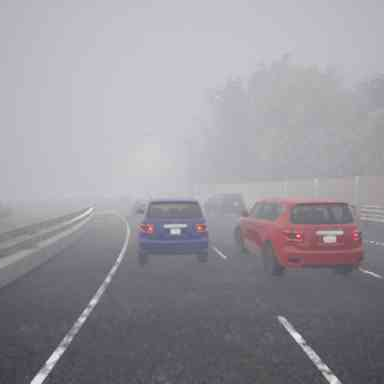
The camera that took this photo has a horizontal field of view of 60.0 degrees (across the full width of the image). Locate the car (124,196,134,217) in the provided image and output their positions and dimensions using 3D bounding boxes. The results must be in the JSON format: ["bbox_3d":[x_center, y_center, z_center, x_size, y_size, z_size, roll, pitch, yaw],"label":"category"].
[{"bbox_3d":[-4.608,1.426,30.100,2.128,1.511,4.902,0,0,-16],"label":"car"}]

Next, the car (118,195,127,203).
[{"bbox_3d":[-13.712,1.390,67.494,1.812,1.442,4.674,0,0,-25],"label":"car"}]

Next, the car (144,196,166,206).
[{"bbox_3d":[-5.830,1.359,51.559,1.882,1.535,5.008,0,0,-26],"label":"car"}]

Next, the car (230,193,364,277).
[{"bbox_3d":[2.921,1.183,10.341,2.150,2.045,5.566,0,0,-6],"label":"car"}]

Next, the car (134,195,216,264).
[{"bbox_3d":[-0.791,1.192,12.012,2.150,2.045,5.566,0,0,-7],"label":"car"}]

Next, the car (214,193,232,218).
[{"bbox_3d":[2.806,1.132,29.523,2.150,2.045,5.566,0,0,-16],"label":"car"}]

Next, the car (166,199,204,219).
[{"bbox_3d":[-0.707,1.415,29.197,2.128,1.511,4.902,0,0,-16],"label":"car"}]
